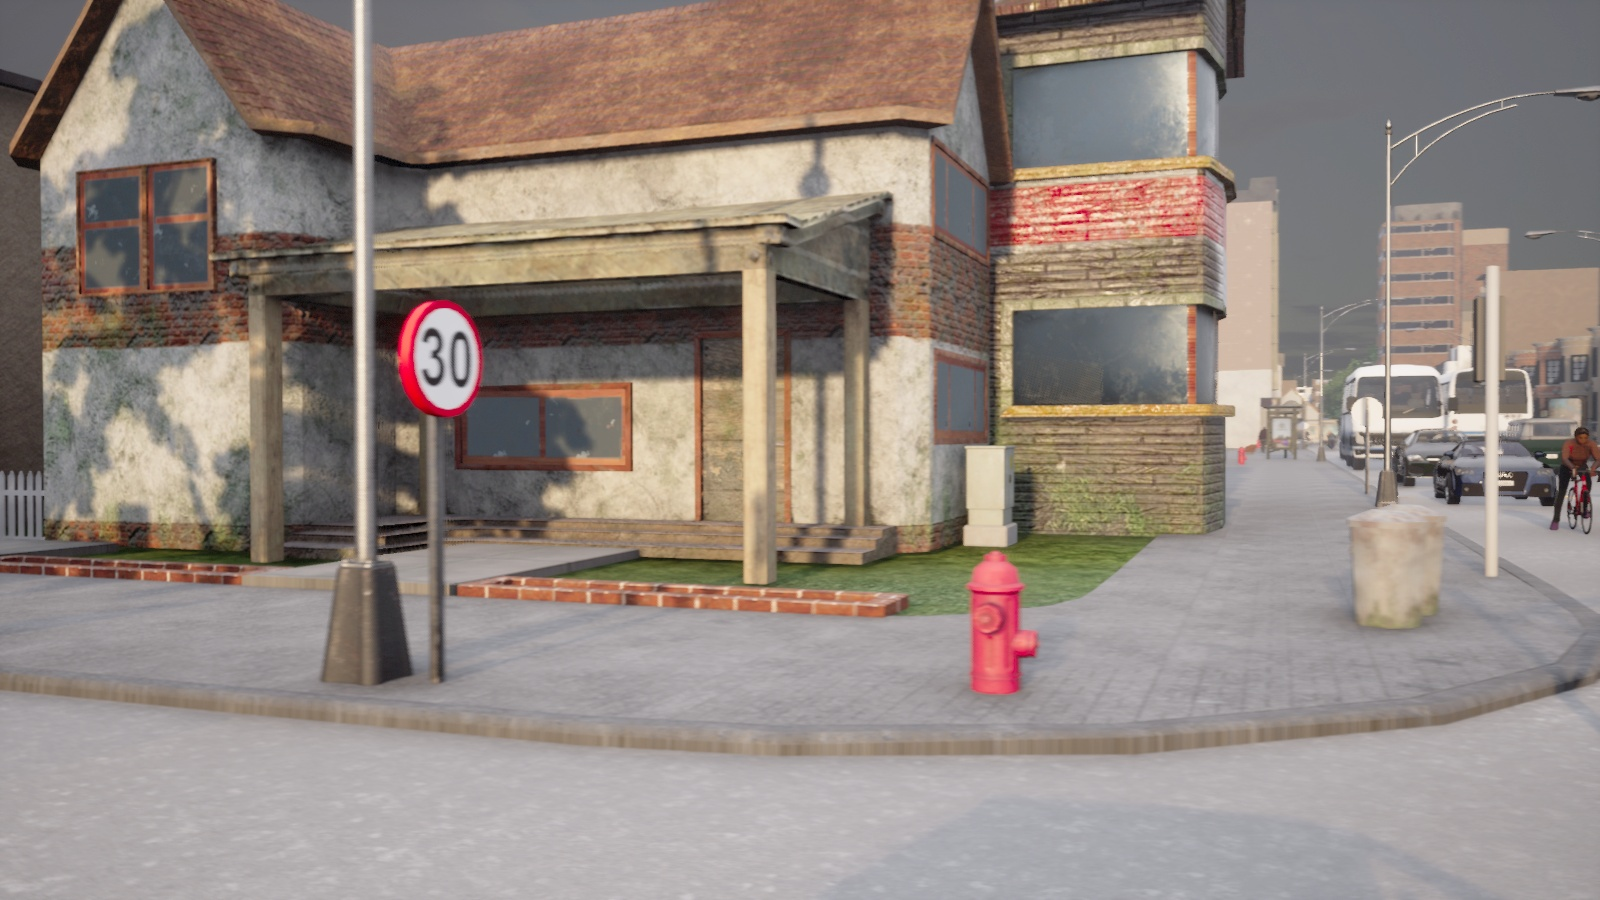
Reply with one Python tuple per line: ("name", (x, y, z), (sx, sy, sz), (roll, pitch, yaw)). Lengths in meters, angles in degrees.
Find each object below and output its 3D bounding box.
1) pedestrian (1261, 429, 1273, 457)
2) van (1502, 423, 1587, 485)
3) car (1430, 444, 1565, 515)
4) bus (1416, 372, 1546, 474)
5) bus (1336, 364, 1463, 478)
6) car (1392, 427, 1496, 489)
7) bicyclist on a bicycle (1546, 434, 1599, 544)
("pedestrian", (30.726, -0.467, 82.620), (0.634, 1.844, 0.899), (1, 1, 26))
("van", (25.313, 0.102, 42.837), (1.775, 1.987, 4.442), (1, 1, 21))
("car", (15.111, 0.580, 27.434), (1.994, 1.385, 4.181), (1, 1, 21))
("bus", (31.092, -1.209, 57.860), (3.944, 4.253, 10.273), (1, 1, 21))
("bus", (24.668, -1.161, 52.290), (3.944, 4.253, 10.273), (1, 1, 21))
("car", (18.585, 0.185, 36.475), (2.152, 1.651, 5.027), (1, 1, 21))
("bicyclist on a bicycle", (12.032, 0.566, 19.401), (0.582, 1.620, 1.656), (1, 1, 21))
